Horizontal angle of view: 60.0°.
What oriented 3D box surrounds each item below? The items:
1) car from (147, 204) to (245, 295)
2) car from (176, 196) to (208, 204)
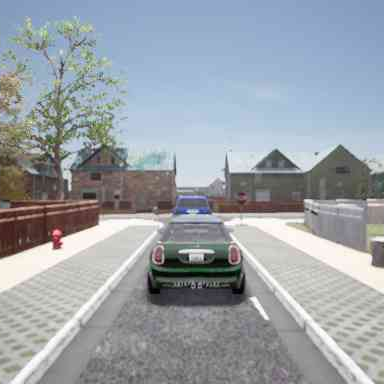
[{"bbox_3d":[0.089,1.378,8.970,2.097,1.767,4.553,0,0,0],"label":"car"},{"bbox_3d":[-0.067,1.279,19.917,2.150,2.045,5.566,0,0,-3],"label":"car"}]
